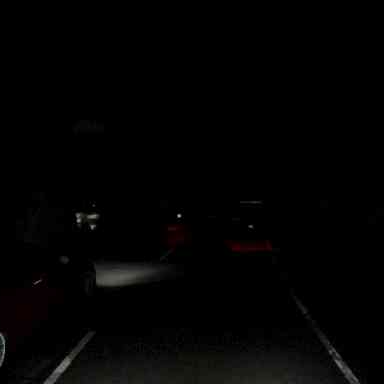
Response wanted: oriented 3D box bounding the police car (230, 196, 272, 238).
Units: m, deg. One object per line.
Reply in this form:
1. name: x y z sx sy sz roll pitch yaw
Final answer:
1. police car: 2.960 1.230 16.815 1.930 1.638 5.238 0 1 10

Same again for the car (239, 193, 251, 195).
1. car: 5.707 1.151 32.466 1.812 1.442 4.674 0 1 10

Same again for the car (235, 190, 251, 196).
1. car: 7.734 0.632 50.815 2.150 2.045 5.566 0 1 10

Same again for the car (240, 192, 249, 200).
1. car: 10.488 0.746 66.405 1.812 1.442 4.674 0 1 10

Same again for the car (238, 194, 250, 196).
1. car: 4.669 1.198 26.556 1.837 1.490 4.892 0 1 10

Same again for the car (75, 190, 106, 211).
1. car: -9.505 0.786 33.403 2.150 2.045 5.566 0 1 10

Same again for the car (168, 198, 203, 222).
1. car: -0.393 1.220 23.362 1.837 1.490 4.892 0 1 10

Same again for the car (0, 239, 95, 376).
1. car: -3.045 1.453 5.064 1.812 1.442 4.674 0 1 4

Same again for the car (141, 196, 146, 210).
1. car: -6.115 0.938 32.470 2.097 1.767 4.553 0 1 10
